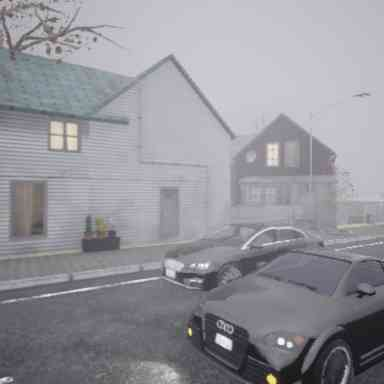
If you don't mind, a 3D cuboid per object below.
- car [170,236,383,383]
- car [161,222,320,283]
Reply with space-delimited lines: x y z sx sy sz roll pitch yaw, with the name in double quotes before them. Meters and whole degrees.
"car" 2.001 1.621 5.113 4.181 1.385 1.994 1 -1 -36
"car" 1.527 1.570 8.769 4.902 1.511 2.128 1 -1 -35
